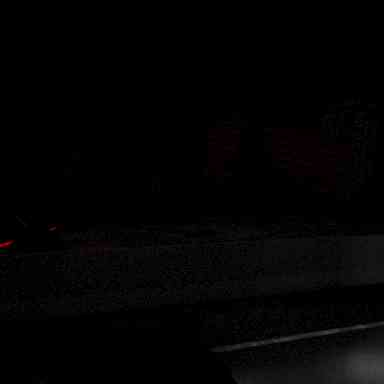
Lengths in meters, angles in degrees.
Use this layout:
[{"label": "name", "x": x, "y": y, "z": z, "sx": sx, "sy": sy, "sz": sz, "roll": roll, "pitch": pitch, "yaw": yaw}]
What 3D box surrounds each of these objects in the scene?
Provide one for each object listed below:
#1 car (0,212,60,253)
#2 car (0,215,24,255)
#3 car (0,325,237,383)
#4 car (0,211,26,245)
[{"label": "car", "x": -7.213, "y": 1.471, "z": 11.526, "sx": 4.892, "sy": 1.490, "sz": 1.837, "roll": 0, "pitch": 0, "yaw": -18}, {"label": "car", "x": -6.929, "y": 1.475, "z": 7.931, "sx": 4.892, "sy": 1.490, "sz": 1.837, "roll": 0, "pitch": 0, "yaw": -18}, {"label": "car", "x": -1.852, "y": 1.593, "z": 2.035, "sx": 4.718, "sy": 1.301, "sz": 1.895, "roll": 0, "pitch": 0, "yaw": -18}, {"label": "car", "x": -9.902, "y": 1.557, "z": 14.319, "sx": 4.718, "sy": 1.301, "sz": 1.895, "roll": 0, "pitch": 0, "yaw": -18}]
